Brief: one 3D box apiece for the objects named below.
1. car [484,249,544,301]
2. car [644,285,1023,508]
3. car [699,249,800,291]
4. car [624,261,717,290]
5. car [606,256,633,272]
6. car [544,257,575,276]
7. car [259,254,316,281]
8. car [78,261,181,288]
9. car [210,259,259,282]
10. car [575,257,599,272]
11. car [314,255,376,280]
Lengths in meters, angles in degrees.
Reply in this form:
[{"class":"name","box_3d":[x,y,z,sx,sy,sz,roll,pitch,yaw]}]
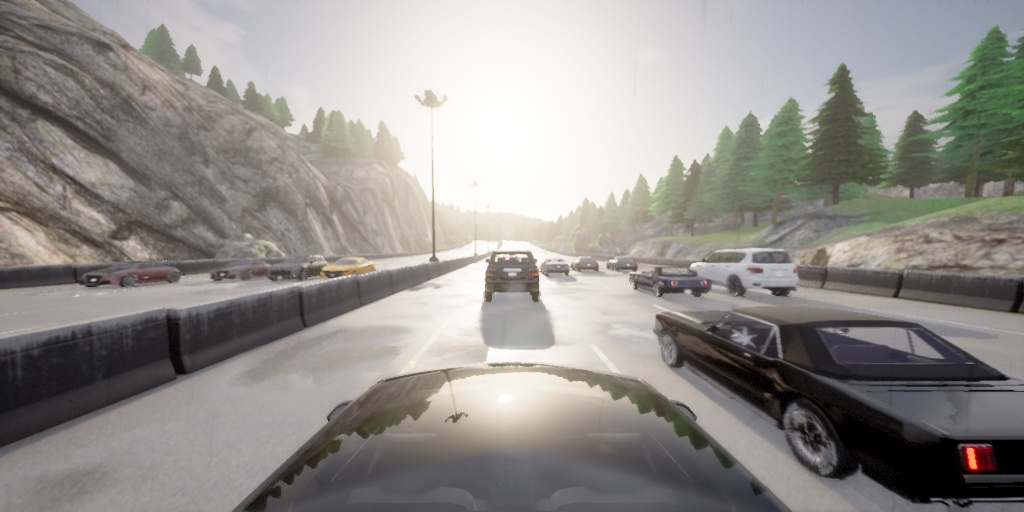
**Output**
[{"class":"car","box_3d":[-0.010,0.716,15.788,2.150,2.045,5.566,0,1,0]},{"class":"car","box_3d":[3.581,1.296,4.606,1.895,1.301,4.718,0,1,0]},{"class":"car","box_3d":[10.482,0.693,16.758,2.150,2.045,5.566,0,1,0]},{"class":"car","box_3d":[6.985,1.080,16.471,1.895,1.301,4.718,0,1,0]},{"class":"car","box_3d":[10.345,0.725,33.950,1.994,1.385,4.181,0,1,0]},{"class":"car","box_3d":[3.386,0.807,28.713,2.033,1.411,5.357,0,1,0]},{"class":"car","box_3d":[-14.276,0.702,24.249,2.097,1.767,4.553,0,1,0]},{"class":"car","box_3d":[-21.244,0.991,20.177,1.994,1.385,4.181,0,1,0]},{"class":"car","box_3d":[-17.773,0.920,23.989,1.994,1.385,4.181,0,1,0]},{"class":"car","box_3d":[6.845,0.727,33.945,1.994,1.385,4.181,0,1,0]},{"class":"car","box_3d":[-10.774,0.831,23.954,1.882,1.535,5.008,0,1,0]}]
